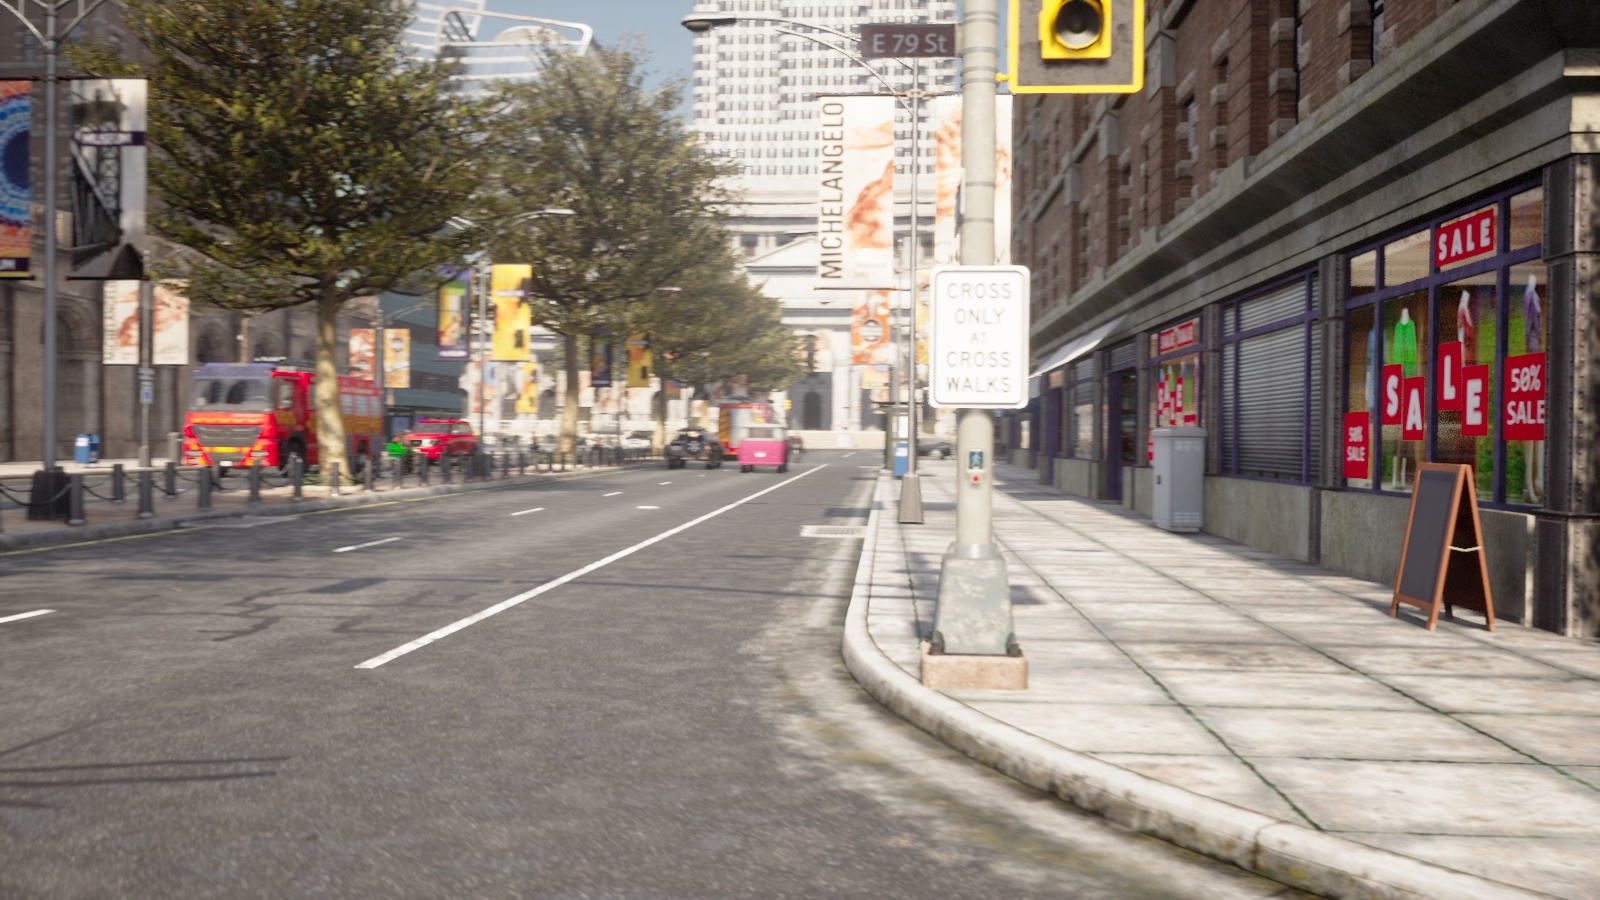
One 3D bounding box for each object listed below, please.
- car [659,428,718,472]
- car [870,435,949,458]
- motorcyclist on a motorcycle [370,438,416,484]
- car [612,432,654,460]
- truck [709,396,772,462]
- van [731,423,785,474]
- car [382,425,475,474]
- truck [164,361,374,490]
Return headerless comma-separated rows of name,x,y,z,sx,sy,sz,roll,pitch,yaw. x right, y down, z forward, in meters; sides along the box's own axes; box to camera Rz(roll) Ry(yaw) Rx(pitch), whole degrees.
car,-4.892,-0.026,55.761,1.932,1.855,4.605,0,1,4
car,7.251,-0.227,82.944,4.792,1.488,2.163,0,1,18
motorcyclist on a motorcycle,-13.758,0.347,42.506,0.797,1.523,2.044,0,1,4
car,-11.106,-0.290,83.829,1.932,1.855,4.605,0,1,4
truck,-3.542,-1.249,76.861,2.891,3.827,8.468,0,1,4
van,-1.660,-0.066,51.480,1.775,1.987,4.442,0,1,4
car,-16.415,-0.042,55.770,2.150,2.045,5.566,0,1,4
truck,-17.320,-0.766,41.758,2.891,3.827,8.468,0,1,4
